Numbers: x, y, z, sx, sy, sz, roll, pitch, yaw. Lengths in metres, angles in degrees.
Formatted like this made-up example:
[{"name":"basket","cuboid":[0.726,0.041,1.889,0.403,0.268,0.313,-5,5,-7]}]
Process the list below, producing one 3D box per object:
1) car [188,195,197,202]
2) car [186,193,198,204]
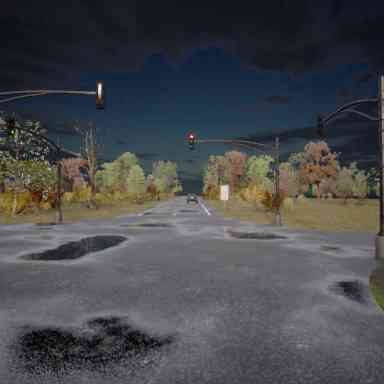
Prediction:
[{"name":"car","cuboid":[0.025,1.465,78.072,2.033,1.411,5.357,0,0,0]},{"name":"car","cuboid":[0.023,1.292,67.681,2.150,2.045,5.566,0,0,0]}]
